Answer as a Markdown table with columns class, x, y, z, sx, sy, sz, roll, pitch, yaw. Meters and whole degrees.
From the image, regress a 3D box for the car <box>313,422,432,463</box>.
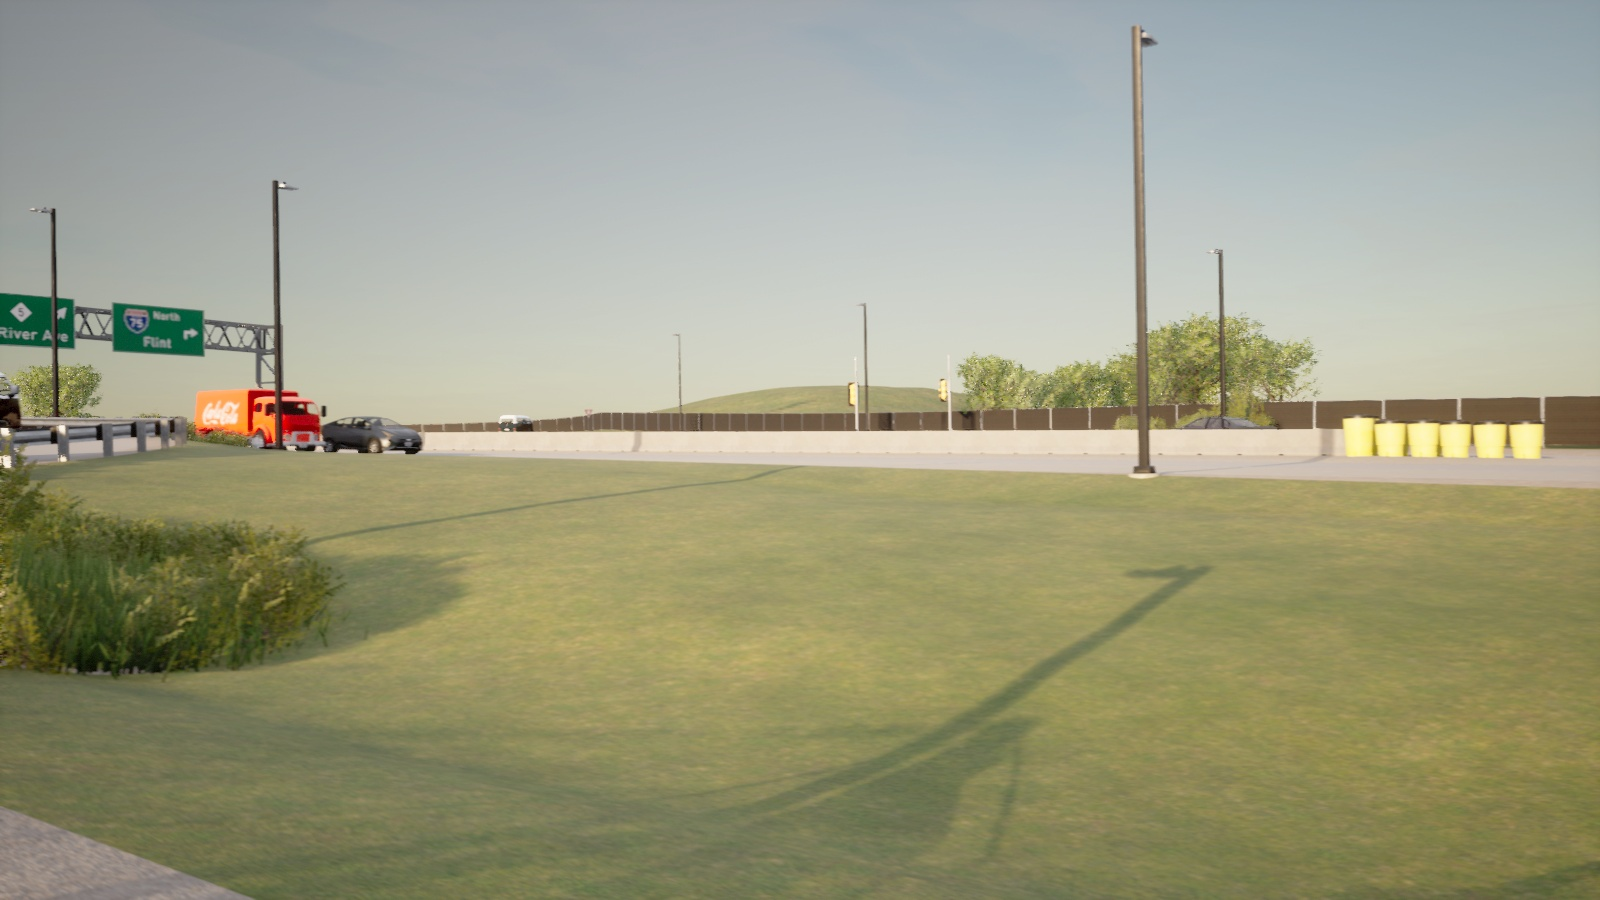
| class | x | y | z | sx | sy | sz | roll | pitch | yaw |
| --- | --- | --- | --- | --- | --- | --- | --- | --- | --- |
| car | -16.606 | -0.278 | 48.712 | 4.514 | 1.525 | 2.007 | -1 | 1 | 34 |

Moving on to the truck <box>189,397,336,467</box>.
| class | x | y | z | sx | sy | sz | roll | pitch | yaw |
| --- | --- | --- | --- | --- | --- | --- | --- | --- | --- |
| truck | -20.081 | -0.644 | 46.838 | 5.204 | 2.467 | 2.627 | 0 | 1 | 34 |

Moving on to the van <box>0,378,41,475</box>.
| class | x | y | z | sx | sy | sz | roll | pitch | yaw |
| --- | --- | --- | --- | --- | --- | --- | --- | --- | --- |
| van | -17.746 | -0.437 | 25.607 | 2.069 | 2.038 | 4.480 | -2 | 3 | -6 |

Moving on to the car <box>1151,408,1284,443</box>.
| class | x | y | z | sx | sy | sz | roll | pitch | yaw |
| --- | --- | --- | --- | --- | --- | --- | --- | --- | --- |
| car | 17.769 | -1.042 | 53.730 | 2.033 | 1.411 | 5.357 | -2 | 2 | -31 |
